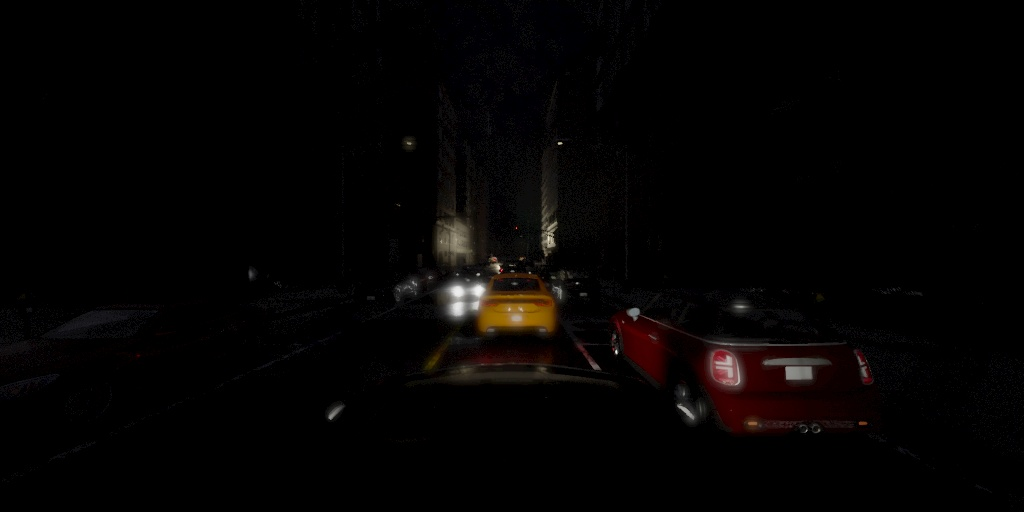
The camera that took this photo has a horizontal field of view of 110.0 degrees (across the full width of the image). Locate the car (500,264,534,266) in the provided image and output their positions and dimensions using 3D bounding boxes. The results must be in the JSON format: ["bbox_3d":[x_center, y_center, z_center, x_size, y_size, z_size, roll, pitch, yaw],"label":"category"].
[{"bbox_3d":[0.131,1.315,19.385,1.994,1.385,4.181,0,0,0],"label":"car"}]

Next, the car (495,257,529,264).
[{"bbox_3d":[0.075,1.105,28.118,2.097,1.767,4.553,0,0,1],"label":"car"}]

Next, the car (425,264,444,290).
[{"bbox_3d":[-5.634,1.334,22.029,1.802,1.307,4.207,0,0,0],"label":"car"}]

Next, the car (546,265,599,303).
[{"bbox_3d":[2.882,1.301,16.513,2.007,1.370,4.403,0,0,0],"label":"car"}]

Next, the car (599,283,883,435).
[{"bbox_3d":[2.863,1.190,5.510,1.967,1.591,4.097,0,0,0],"label":"car"}]

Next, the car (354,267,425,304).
[{"bbox_3d":[-5.643,1.317,16.527,1.948,1.339,4.313,0,0,0],"label":"car"}]

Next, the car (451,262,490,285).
[{"bbox_3d":[-2.976,1.354,26.581,1.895,1.301,4.718,0,0,1],"label":"car"}]

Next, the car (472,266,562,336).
[{"bbox_3d":[0.112,1.228,10.397,1.882,1.535,5.008,0,0,0],"label":"car"}]

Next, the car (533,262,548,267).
[{"bbox_3d":[2.901,1.319,27.515,1.948,1.339,4.313,0,0,0],"label":"car"}]

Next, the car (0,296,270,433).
[{"bbox_3d":[-5.662,1.332,5.525,1.802,1.307,4.207,0,0,0],"label":"car"}]

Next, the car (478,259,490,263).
[{"bbox_3d":[-5.525,1.375,64.632,1.802,1.307,4.207,0,0,0],"label":"car"}]

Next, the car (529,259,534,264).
[{"bbox_3d":[3.000,1.232,64.604,1.967,1.591,4.097,0,0,0],"label":"car"}]

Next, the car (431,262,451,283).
[{"bbox_3d":[-5.624,1.193,27.530,1.967,1.591,4.097,0,0,0],"label":"car"}]
